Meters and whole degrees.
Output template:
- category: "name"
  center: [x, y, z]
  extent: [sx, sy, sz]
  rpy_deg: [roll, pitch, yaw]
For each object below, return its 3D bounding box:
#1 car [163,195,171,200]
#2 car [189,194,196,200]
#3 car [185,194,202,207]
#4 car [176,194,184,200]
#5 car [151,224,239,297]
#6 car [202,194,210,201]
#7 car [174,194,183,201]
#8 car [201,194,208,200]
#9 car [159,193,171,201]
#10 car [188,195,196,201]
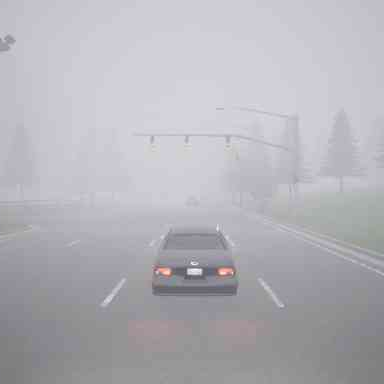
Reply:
- category: "car"
  center: [-6.961, 1.416, 93.889]
  extent: [1.994, 1.385, 4.181]
  rpy_deg: [0, 0, 0]
- category: "car"
  center: [0.039, 1.341, 93.886]
  extent: [1.882, 1.535, 5.008]
  rpy_deg: [0, 0, 0]
- category: "car"
  center: [0.020, 1.369, 52.823]
  extent: [2.097, 1.767, 4.553]
  rpy_deg: [0, 0, 0]
- category: "car"
  center: [-3.461, 1.388, 93.888]
  extent: [2.128, 1.511, 4.902]
  rpy_deg: [0, 0, 0]
- category: "car"
  center: [0.070, 1.550, 8.784]
  extent: [2.033, 1.411, 5.357]
  rpy_deg: [0, 0, 0]
- category: "car"
  center: [3.534, 1.519, 83.465]
  extent: [1.837, 1.490, 4.892]
  rpy_deg: [0, 0, 0]
- category: "car"
  center: [-3.465, 1.544, 83.884]
  extent: [1.812, 1.442, 4.674]
  rpy_deg: [0, 0, 0]
- category: "car"
  center: [3.539, 1.341, 93.885]
  extent: [1.882, 1.535, 5.008]
  rpy_deg: [0, 0, 0]
- category: "car"
  center: [-6.966, 1.244, 83.499]
  extent: [2.150, 2.045, 5.566]
  rpy_deg: [0, 0, 0]
- category: "car"
  center: [0.034, 1.559, 83.466]
  extent: [2.033, 1.411, 5.357]
  rpy_deg: [0, 0, 0]
